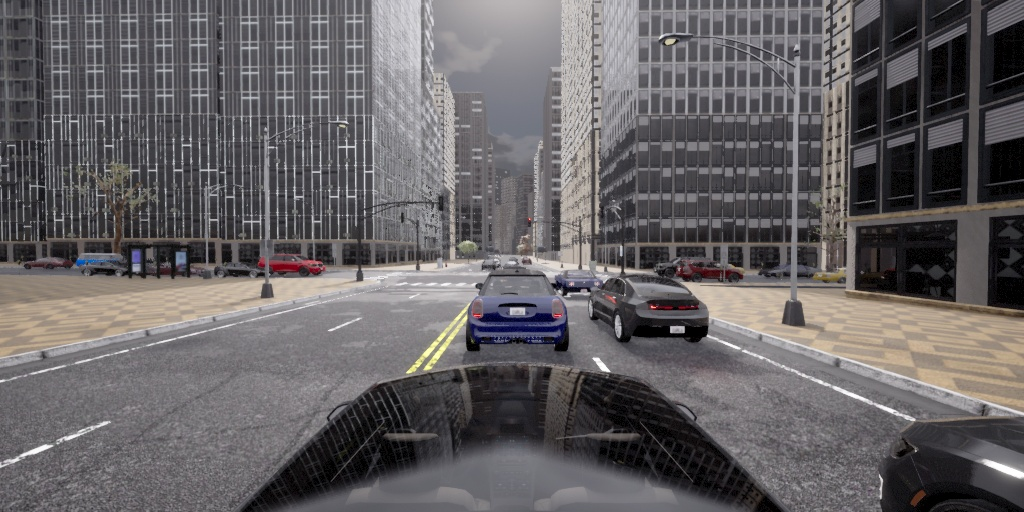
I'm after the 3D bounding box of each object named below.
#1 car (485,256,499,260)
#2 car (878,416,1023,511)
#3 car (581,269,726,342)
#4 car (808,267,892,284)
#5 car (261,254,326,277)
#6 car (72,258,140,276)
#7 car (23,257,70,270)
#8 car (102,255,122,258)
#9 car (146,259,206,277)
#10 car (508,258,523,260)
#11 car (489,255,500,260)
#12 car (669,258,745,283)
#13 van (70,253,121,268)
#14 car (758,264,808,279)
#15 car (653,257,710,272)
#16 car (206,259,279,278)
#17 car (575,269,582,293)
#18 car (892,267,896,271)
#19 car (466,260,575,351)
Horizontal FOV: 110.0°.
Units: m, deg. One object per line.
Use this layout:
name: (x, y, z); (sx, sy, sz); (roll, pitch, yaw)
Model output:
car: (-3.260, 1.192, 50.645); (1.882, 1.535, 5.008); (0, 0, 0)
car: (3.344, 1.255, 0.318); (1.837, 1.490, 4.892); (0, 0, 0)
car: (3.363, 1.251, 9.717); (1.837, 1.490, 4.892); (0, 0, 0)
car: (27.689, 1.579, 29.491); (4.829, 1.417, 1.751); (0, 0, 1)
car: (-20.228, 0.808, 32.950); (5.566, 2.045, 2.150); (0, 1, 1)
car: (-34.047, 1.069, 30.628); (4.313, 1.339, 1.948); (0, 0, 1)
car: (-50.905, 0.793, 39.433); (4.207, 1.307, 1.802); (0, 0, 1)
car: (-34.415, 0.959, 33.270); (4.892, 1.490, 1.837); (2, 1, 1)
car: (-28.367, 1.138, 30.445); (4.207, 1.307, 1.802); (0, 0, 1)
car: (0.002, 1.285, 46.493); (1.994, 1.385, 4.181); (0, 0, 3)
car: (-3.228, 0.925, 60.594); (2.150, 2.045, 5.566); (0, 0, 0)
car: (16.241, 1.269, 29.707); (5.009, 1.841, 2.192); (0, 0, 1)
van: (-45.223, 0.605, 39.308); (3.998, 1.789, 1.690); (0, 0, 1)
car: (27.383, 1.506, 35.275); (5.357, 1.411, 2.033); (0, 1, 1)
car: (16.986, 1.089, 35.467); (5.566, 2.045, 2.150); (1, 1, 1)
car: (-22.683, 1.174, 30.302); (4.313, 1.339, 1.948); (0, 0, 1)
car: (3.380, 1.341, 19.027); (1.895, 1.301, 4.718); (0, 0, 0)
car: (33.159, 1.684, 29.387); (4.207, 1.307, 1.802); (0, 0, 1)
car: (0.112, 1.098, 9.111); (2.097, 1.767, 4.553); (0, 0, 0)
